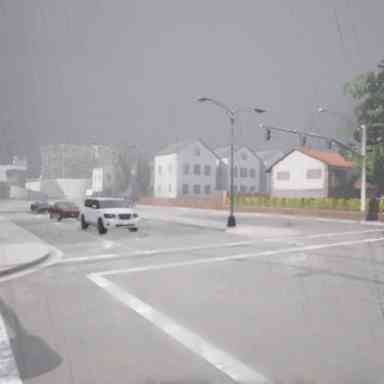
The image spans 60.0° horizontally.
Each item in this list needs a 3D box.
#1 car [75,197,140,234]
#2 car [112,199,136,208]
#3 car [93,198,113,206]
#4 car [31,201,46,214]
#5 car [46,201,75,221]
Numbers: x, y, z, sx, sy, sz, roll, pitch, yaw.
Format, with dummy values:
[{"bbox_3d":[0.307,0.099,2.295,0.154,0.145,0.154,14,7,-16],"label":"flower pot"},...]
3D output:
[{"bbox_3d":[-5.194,1.342,20.511,2.150,2.045,5.566,1,-1,-34],"label":"car"},{"bbox_3d":[-11.630,1.906,56.793,2.033,1.411,5.357,1,-1,-34],"label":"car"},{"bbox_3d":[-17.632,1.924,65.540,2.033,1.411,5.357,1,-1,-34],"label":"car"},{"bbox_3d":[-17.072,1.704,37.859,2.033,1.411,5.357,1,-1,-34],"label":"car"},{"bbox_3d":[-11.066,1.614,29.074,1.882,1.535,5.008,1,-1,-34],"label":"car"}]
